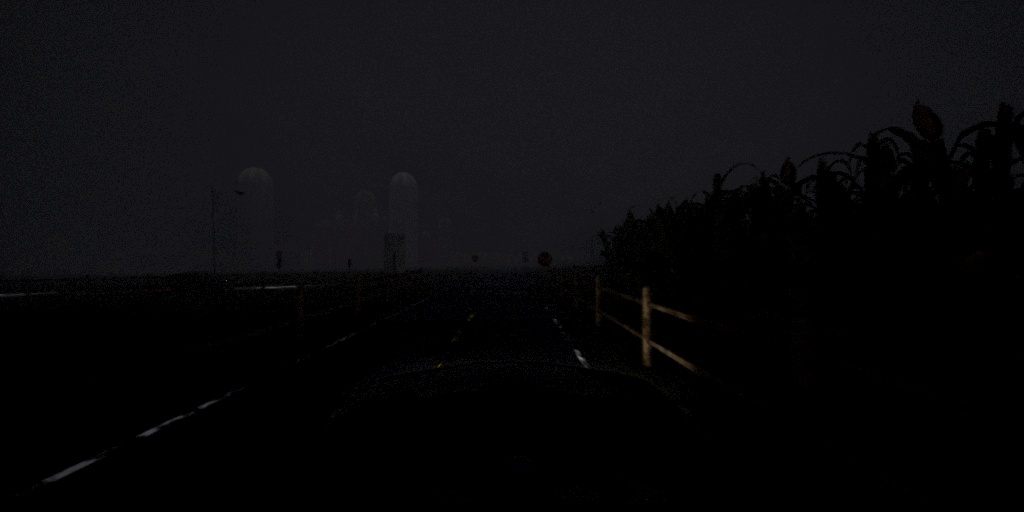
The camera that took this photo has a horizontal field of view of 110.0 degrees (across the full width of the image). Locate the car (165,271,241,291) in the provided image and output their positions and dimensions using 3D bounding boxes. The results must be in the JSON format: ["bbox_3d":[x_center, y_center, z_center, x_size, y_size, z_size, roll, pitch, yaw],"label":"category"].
[{"bbox_3d":[-24.601,1.930,28.686,4.902,1.511,2.128,0,1,-9],"label":"car"}]
